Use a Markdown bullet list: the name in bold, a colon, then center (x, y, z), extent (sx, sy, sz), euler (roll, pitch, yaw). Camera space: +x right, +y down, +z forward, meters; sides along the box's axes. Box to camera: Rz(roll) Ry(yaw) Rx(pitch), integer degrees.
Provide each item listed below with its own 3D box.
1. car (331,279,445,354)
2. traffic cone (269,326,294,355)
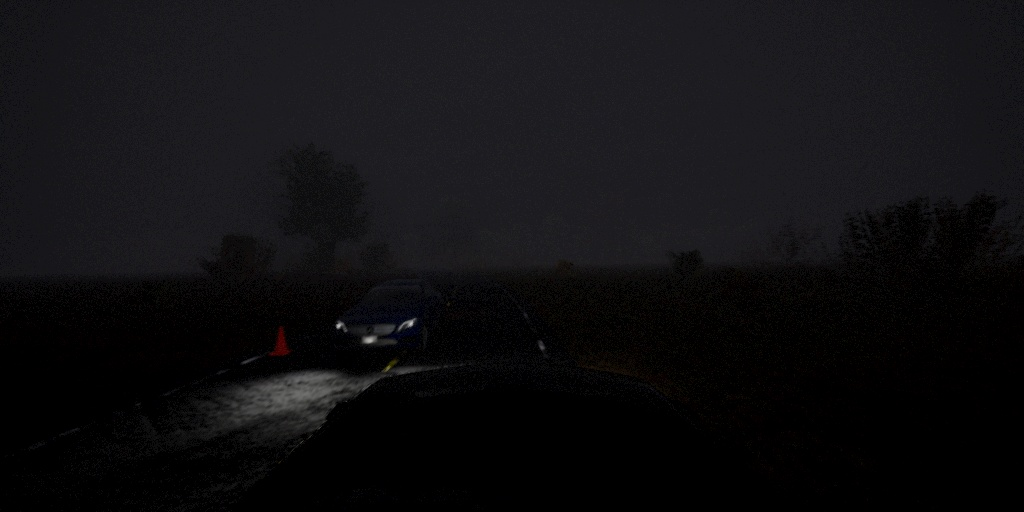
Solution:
- **car**: center (-2.853, 1.359, 9.217), extent (1.812, 1.442, 4.674), euler (-1, 0, -3)
- **traffic cone**: center (-5.022, 1.818, 7.811), extent (0.340, 0.580, 0.340), euler (0, 0, -2)
